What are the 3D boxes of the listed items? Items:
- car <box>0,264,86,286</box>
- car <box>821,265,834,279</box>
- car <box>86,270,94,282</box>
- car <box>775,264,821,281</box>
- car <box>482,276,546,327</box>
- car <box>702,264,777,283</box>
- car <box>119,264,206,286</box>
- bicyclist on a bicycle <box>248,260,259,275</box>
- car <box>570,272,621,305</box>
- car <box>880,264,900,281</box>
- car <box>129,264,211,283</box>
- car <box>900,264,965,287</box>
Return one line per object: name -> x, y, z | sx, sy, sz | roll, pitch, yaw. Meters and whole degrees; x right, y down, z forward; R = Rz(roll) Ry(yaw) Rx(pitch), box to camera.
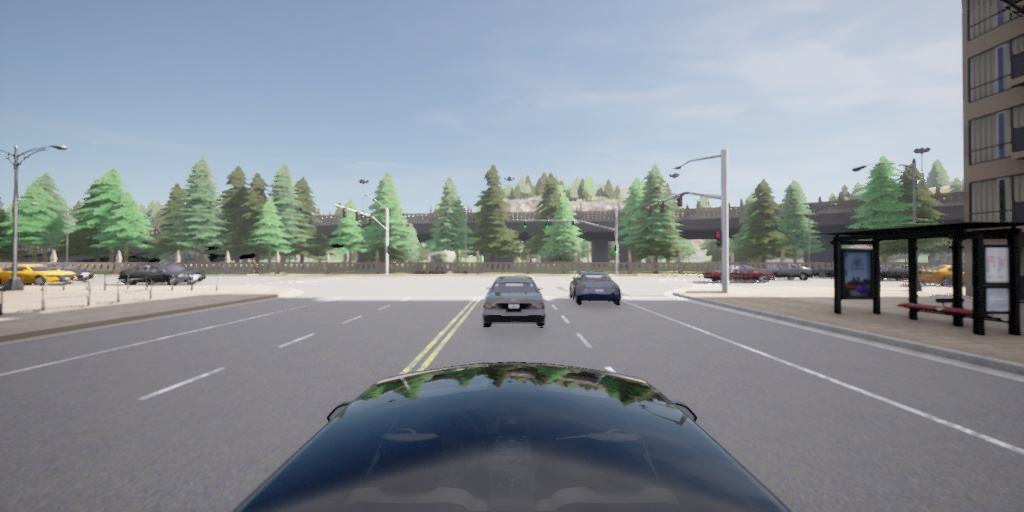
car -> -35.130, 1.386, 26.331 | 5.008, 1.535, 1.882 | 0, 0, 0
car -> 32.008, 1.594, 35.876 | 4.718, 1.301, 1.895 | 0, -1, 4
car -> -37.810, 1.430, 29.754 | 4.902, 1.511, 2.128 | 0, 0, -2
car -> 24.544, 1.457, 32.702 | 4.902, 1.511, 2.128 | 0, 0, 2
car -> 0.075, 1.387, 11.915 | 2.033, 1.411, 5.357 | 0, 0, 1
car -> 18.298, 1.535, 29.171 | 4.718, 1.301, 1.895 | 0, 0, 1
car -> -25.627, 1.399, 26.234 | 4.902, 1.511, 2.128 | 0, 0, -2
bicyclist on a bicycle -> -29.441, 1.336, 40.828 | 0.582, 1.620, 1.656 | 0, 0, 1
car -> 3.879, 1.448, 17.154 | 1.994, 1.385, 4.181 | 0, -1, 5
car -> 33.881, 1.452, 32.154 | 4.902, 1.511, 2.128 | 0, -1, 6
car -> -28.310, 1.416, 29.796 | 5.008, 1.535, 1.882 | 0, 0, 0
car -> 31.253, 1.379, 25.369 | 5.008, 1.535, 1.882 | 0, -1, 3
